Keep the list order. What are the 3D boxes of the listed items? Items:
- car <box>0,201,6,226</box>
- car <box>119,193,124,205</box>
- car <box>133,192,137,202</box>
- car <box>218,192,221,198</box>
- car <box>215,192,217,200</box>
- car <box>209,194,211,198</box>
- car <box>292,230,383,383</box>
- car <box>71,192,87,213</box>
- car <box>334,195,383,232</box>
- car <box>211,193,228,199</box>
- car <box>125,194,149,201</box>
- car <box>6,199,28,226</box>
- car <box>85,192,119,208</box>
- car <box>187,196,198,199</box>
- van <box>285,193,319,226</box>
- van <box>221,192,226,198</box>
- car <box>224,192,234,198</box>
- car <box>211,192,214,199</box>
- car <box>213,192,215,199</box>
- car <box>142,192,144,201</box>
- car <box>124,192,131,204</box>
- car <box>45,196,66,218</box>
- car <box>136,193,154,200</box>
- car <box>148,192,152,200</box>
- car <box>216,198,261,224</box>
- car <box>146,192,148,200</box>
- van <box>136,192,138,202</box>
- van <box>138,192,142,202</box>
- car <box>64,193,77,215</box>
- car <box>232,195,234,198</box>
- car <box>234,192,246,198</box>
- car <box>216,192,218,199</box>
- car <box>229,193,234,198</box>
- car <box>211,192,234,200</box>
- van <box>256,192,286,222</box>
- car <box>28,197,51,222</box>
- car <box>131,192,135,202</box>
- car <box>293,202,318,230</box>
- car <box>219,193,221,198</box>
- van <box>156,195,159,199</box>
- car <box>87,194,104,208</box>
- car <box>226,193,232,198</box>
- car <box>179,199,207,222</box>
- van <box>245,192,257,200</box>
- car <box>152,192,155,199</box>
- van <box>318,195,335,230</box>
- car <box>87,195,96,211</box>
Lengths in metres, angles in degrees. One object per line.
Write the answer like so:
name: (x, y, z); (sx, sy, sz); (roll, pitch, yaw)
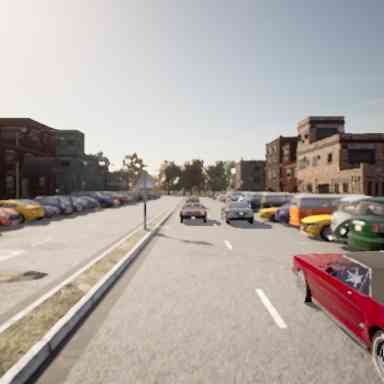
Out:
car: (-12.585, 1.346, 16.771); (5.008, 1.535, 2.097); (0, 0, 0)
car: (-12.402, 1.218, 44.561); (5.366, 1.575, 1.946); (0, 0, 0)
car: (-12.583, 1.240, 58.331); (4.674, 1.452, 2.002); (0, 0, 0)
car: (7.595, 1.212, 59.610); (4.892, 1.521, 2.231); (0, 0, 0)
car: (7.591, 1.210, 65.125); (4.892, 1.521, 2.231); (0, 0, 0)
car: (7.401, 1.223, 81.668); (5.366, 1.575, 1.946); (0, 0, 0)
car: (3.090, 1.571, 5.138); (1.895, 1.301, 4.718); (0, 0, 0)
car: (-12.557, 1.145, 30.666); (4.553, 1.767, 2.185); (0, 0, 0)
car: (7.662, 1.169, 9.980); (5.566, 2.045, 2.435); (0, 0, 0)
car: (7.548, 1.117, 92.701); (4.553, 1.767, 2.185); (0, 0, 0)
car: (-12.768, 1.216, 77.909); (5.366, 1.575, 1.946); (0, 0, 0)
car: (-12.621, 1.203, 19.549); (4.553, 1.767, 2.185); (0, 0, 0)
car: (-12.559, 0.977, 41.782); (5.566, 2.045, 2.435); (0, 0, 0)
car: (0.073, 1.272, 41.991); (1.837, 1.490, 4.892); (0, 0, 0)
van: (7.745, 1.140, 18.253); (4.442, 1.987, 1.878); (0, 0, 0)
van: (7.487, 0.992, 53.973); (4.442, 1.987, 1.878); (0, 0, 0)
car: (7.793, 1.226, 48.582); (5.366, 1.575, 1.946); (0, 0, 0)
car: (7.595, 1.217, 76.153); (5.008, 1.535, 2.097); (0, 0, 0)
car: (7.623, 1.087, 73.396); (4.553, 1.767, 2.185); (0, 0, 0)
car: (-12.612, 0.951, 66.793); (5.566, 2.045, 2.435); (0, 0, 0)
car: (-12.558, 0.957, 50.117); (5.566, 2.045, 2.435); (0, 0, 0)
car: (-12.595, 1.299, 25.108); (4.892, 1.521, 2.231); (0, 0, 0)
car: (-12.612, 1.121, 89.026); (4.553, 1.767, 2.185); (0, 0, 0)
car: (-12.555, 0.962, 75.005); (5.566, 2.045, 2.435); (0, 0, 0)
car: (3.085, 1.402, 23.321); (2.033, 1.411, 5.357); (0, 0, 0)
car: (-12.580, 1.248, 72.286); (4.674, 1.452, 2.002); (0, 0, 0)
van: (-12.702, 0.974, 61.235); (4.442, 1.987, 1.878); (0, 0, 0)
van: (-12.468, 0.974, 64.012); (4.442, 1.987, 1.878); (0, 0, 0)
car: (-12.558, 1.157, 27.885); (4.553, 1.767, 2.185); (0, 0, 0)
car: (7.616, 1.293, 40.312); (4.674, 1.452, 2.002); (0, 0, 0)
car: (7.645, 1.024, 34.797); (5.566, 2.045, 2.435); (0, 0, 0)
car: (7.593, 1.210, 62.367); (4.892, 1.521, 2.231); (0, 0, 0)
car: (7.641, 1.274, 43.068); (4.792, 1.488, 2.163); (0, 0, 0)
car: (7.613, 0.980, 84.426); (5.566, 2.045, 2.435); (0, 0, 0)
van: (7.740, 1.090, 26.526); (4.442, 1.987, 1.878); (0, 0, 0)
car: (-12.585, 1.313, 22.332); (5.008, 1.535, 2.097); (0, 0, 0)
car: (-12.556, 1.232, 55.676); (4.792, 1.488, 2.163); (0, 0, 0)
car: (7.635, 1.384, 15.497); (5.008, 1.535, 2.097); (0, 0, 0)
car: (7.596, 1.215, 56.854); (4.892, 1.521, 2.231); (0, 0, 0)
van: (-12.464, 1.029, 94.462); (4.442, 1.987, 1.878); (0, 0, 0)
car: (-12.582, 1.248, 36.224); (4.892, 1.521, 2.231); (0, 0, 0)
car: (7.603, 1.237, 45.826); (4.892, 1.521, 2.231); (0, 0, 0)
car: (0.084, 1.448, 24.561); (1.895, 1.301, 4.718); (0, 0, 0)
van: (7.735, 1.062, 32.039); (4.442, 1.987, 1.878); (0, 0, 0)
car: (-12.612, 0.975, 80.690); (5.566, 2.045, 2.435); (0, 0, 0)
van: (7.515, 1.176, 12.737); (4.442, 1.987, 1.878); (0, 0, 0)
car: (-12.586, 1.298, 33.446); (4.674, 1.452, 2.002); (0, 0, 0)
